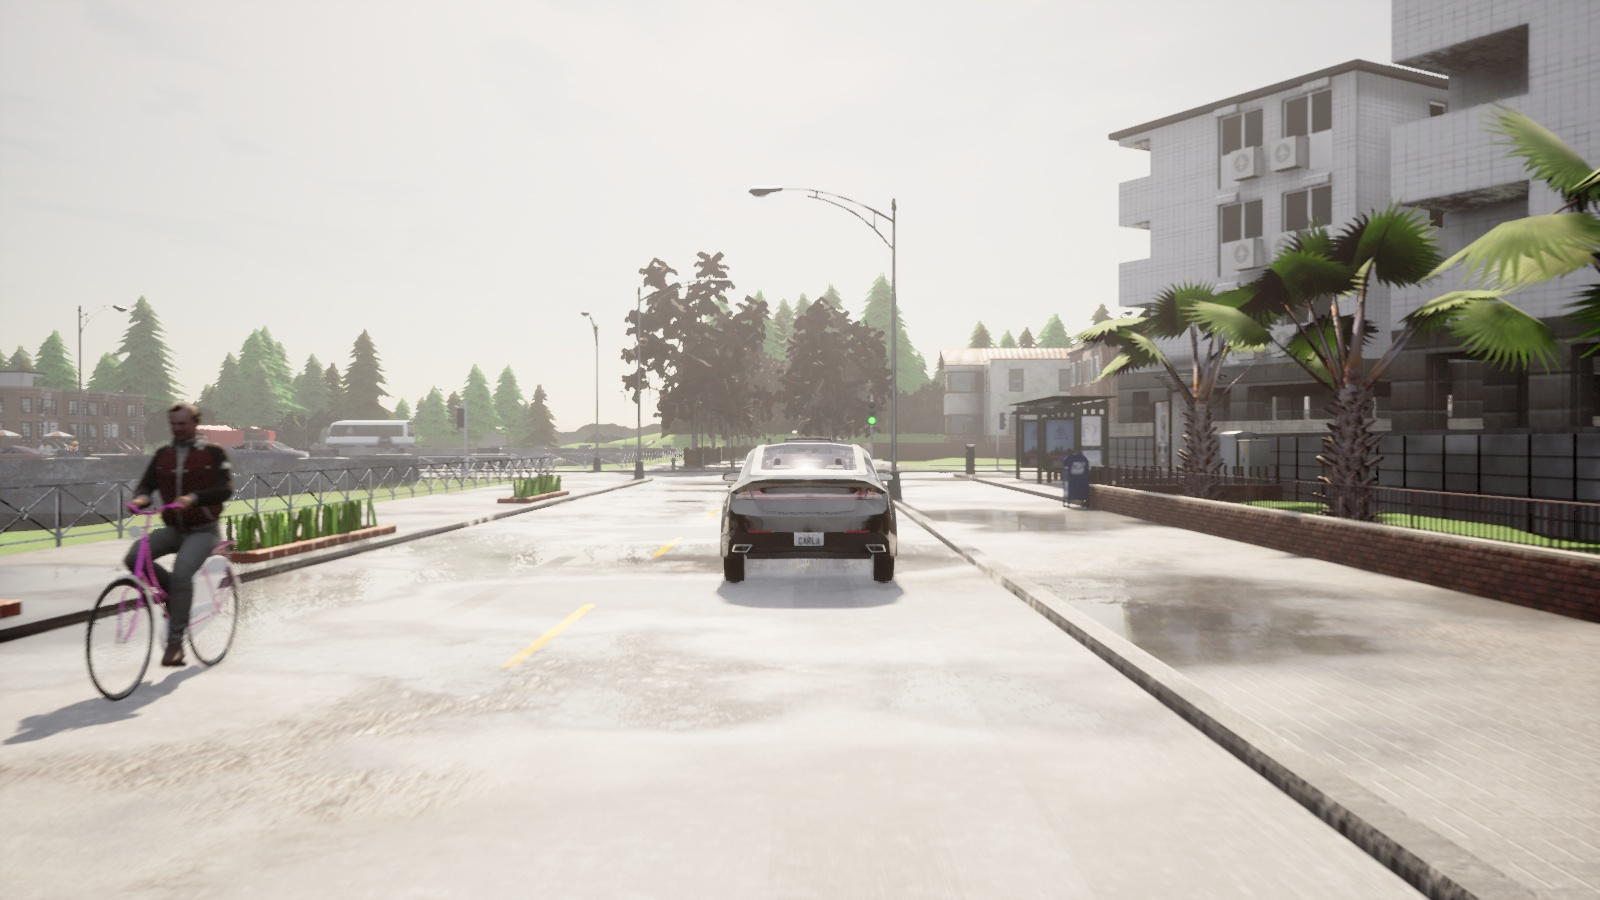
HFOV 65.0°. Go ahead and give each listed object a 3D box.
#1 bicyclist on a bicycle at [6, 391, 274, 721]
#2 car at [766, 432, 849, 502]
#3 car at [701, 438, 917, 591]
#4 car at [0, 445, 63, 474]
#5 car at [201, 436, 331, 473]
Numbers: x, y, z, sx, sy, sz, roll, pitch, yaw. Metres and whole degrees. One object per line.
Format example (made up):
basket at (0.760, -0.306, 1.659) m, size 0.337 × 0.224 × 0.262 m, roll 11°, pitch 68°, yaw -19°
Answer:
bicyclist on a bicycle at (-3.941, 0.571, 7.681) m, size 0.659 × 1.776 × 1.843 m, roll 0°, pitch 0°, yaw 0°
car at (0.211, 0.413, 34.040) m, size 2.097 × 1.767 × 4.553 m, roll 0°, pitch 0°, yaw 0°
car at (0.101, 0.619, 14.847) m, size 2.128 × 1.511 × 4.902 m, roll 0°, pitch 0°, yaw 0°
car at (-38.710, 0.433, 61.401) m, size 4.181 × 1.385 × 1.994 m, roll 0°, pitch 0°, yaw 0°
car at (-24.313, 0.183, 57.316) m, size 5.027 × 1.651 × 2.152 m, roll 0°, pitch 0°, yaw 0°
